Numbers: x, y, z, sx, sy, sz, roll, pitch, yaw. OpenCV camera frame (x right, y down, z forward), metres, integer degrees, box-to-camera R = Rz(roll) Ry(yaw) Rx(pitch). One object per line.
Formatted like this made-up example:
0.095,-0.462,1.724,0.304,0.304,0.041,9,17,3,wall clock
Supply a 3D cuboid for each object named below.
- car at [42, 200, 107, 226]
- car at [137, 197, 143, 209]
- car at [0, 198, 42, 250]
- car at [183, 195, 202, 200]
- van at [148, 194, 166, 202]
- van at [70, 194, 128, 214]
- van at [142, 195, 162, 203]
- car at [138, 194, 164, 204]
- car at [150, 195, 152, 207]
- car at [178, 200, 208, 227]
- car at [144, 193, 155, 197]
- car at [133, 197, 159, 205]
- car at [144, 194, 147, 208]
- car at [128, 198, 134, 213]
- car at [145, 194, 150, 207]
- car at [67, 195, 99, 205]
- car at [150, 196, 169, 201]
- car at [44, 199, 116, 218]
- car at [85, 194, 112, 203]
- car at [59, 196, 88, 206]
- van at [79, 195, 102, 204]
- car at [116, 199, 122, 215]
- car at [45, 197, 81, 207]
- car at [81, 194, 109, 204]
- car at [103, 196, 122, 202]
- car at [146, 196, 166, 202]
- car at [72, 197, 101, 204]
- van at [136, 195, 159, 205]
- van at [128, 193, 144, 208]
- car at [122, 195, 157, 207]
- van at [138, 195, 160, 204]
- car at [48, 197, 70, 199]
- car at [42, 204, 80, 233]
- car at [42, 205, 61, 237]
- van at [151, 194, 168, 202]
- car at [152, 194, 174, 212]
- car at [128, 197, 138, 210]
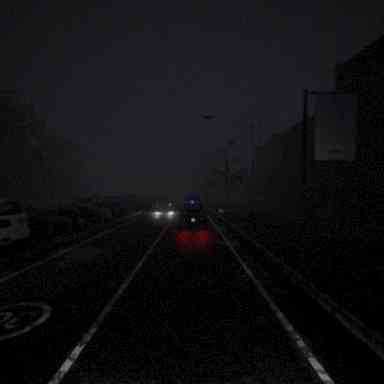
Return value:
-8.898,1.537,23.349,5.008,1.535,2.097,0,0,0,car
-8.941,1.633,40.165,5.008,1.535,2.097,0,0,0,car
-8.902,1.246,12.137,5.566,2.045,2.435,0,0,0,car
0.047,1.380,41.075,2.150,2.045,5.566,0,-1,0,car
-9.186,1.642,87.827,4.442,1.987,1.878,0,0,0,van
-8.808,1.359,31.757,4.442,1.987,1.878,0,0,0,van
-9.157,1.618,76.606,4.442,1.987,1.878,0,0,0,van
-9.005,1.576,73.806,5.566,2.045,2.435,0,0,0,car
-8.944,1.572,51.379,4.553,1.767,2.185,0,0,0,car
0.072,1.563,23.466,2.128,1.511,4.902,0,0,0,car
-8.954,1.463,54.183,5.566,2.045,2.435,0,0,0,car
-9.005,1.780,65.394,4.892,1.521,2.231,0,0,0,car
-8.992,1.540,45.772,4.553,1.767,2.185,0,0,0,car
-8.903,1.630,34.559,4.792,1.488,2.163,0,0,0,car
-8.937,1.556,48.576,4.553,1.767,2.185,0,0,0,car
-22.126,1.543,67.657,5.566,2.045,2.435,0,0,0,car
-9.079,1.862,93.436,5.008,1.535,2.097,0,0,0,car
-9.096,1.549,26.149,5.366,1.575,1.946,0,0,0,car
-22.097,1.602,78.760,5.566,2.045,2.435,0,0,0,car
-22.114,1.636,62.103,4.553,1.767,2.185,0,0,0,car
-22.228,1.600,73.207,4.442,1.987,1.878,0,0,0,van
-8.946,1.598,28.952,4.792,1.488,2.163,0,0,0,car
-21.883,1.726,56.553,5.366,1.575,1.946,0,0,0,car
-22.147,1.591,75.983,5.566,2.045,2.435,0,0,0,car
-22.156,1.866,92.644,4.892,1.521,2.231,0,0,0,car
-9.092,1.898,85.024,4.792,1.488,2.163,0,0,0,car
-22.290,1.807,70.431,5.366,1.575,1.946,0,0,0,car
-9.135,1.569,68.199,4.442,1.987,1.878,0,0,0,van
-8.837,1.423,42.970,4.442,1.987,1.878,0,0,0,van
-8.961,1.479,56.986,5.566,2.045,2.435,0,0,0,car
-9.143,1.586,71.002,4.442,1.987,1.878,0,0,0,van
-22.067,1.715,53.776,4.892,1.521,2.231,0,0,0,car
-8.859,1.543,17.741,4.792,1.488,2.163,0,0,0,car
-8.877,1.505,14.944,4.892,1.521,2.231,0,0,0,car
-8.960,1.641,90.629,4.442,1.987,1.878,0,0,0,van
-3.390,1.520,41.818,2.097,1.767,4.553,0,0,0,car
-8.910,1.646,37.362,4.792,1.488,2.163,0,0,0,car
